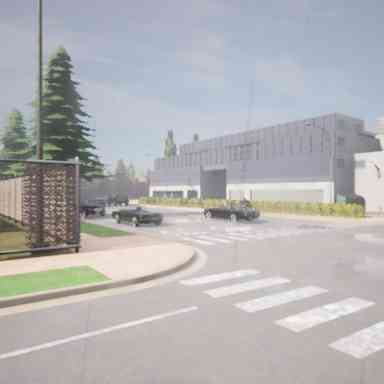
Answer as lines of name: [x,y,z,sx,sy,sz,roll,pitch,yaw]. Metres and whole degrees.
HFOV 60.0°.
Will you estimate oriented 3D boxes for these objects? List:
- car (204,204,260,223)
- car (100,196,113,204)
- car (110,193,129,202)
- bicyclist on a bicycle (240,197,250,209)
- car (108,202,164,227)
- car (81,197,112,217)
car: [2.970,1.618,25.968,1.895,1.301,4.718,0,0,-36]
car: [-16.196,1.509,63.320,2.128,1.511,4.902,0,0,-12]
car: [-11.890,1.239,53.533,2.150,2.045,5.566,0,0,-30]
bicyclist on a bicycle: [5.631,1.318,35.636,1.656,1.620,0.582,0,0,-35]
car: [-3.855,1.618,23.089,1.895,1.301,4.718,0,0,-35]
car: [-9.746,1.508,31.466,2.128,1.511,4.902,0,0,-35]
